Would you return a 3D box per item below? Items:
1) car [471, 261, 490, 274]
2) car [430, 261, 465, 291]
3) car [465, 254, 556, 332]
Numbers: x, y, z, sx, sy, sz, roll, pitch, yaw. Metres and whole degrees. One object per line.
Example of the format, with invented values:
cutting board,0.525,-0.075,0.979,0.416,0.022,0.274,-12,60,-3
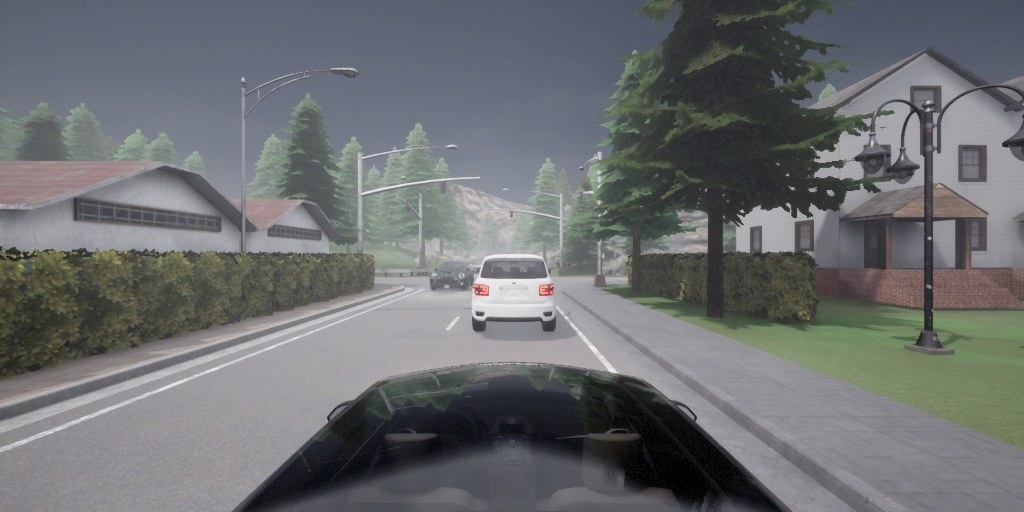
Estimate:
car,-3.598,1.276,41.561,1.812,1.442,4.674,0,0,0
car,-3.599,1.101,21.985,2.097,1.767,4.553,0,0,0
car,0.064,0.971,11.048,2.150,2.045,5.566,0,0,0
